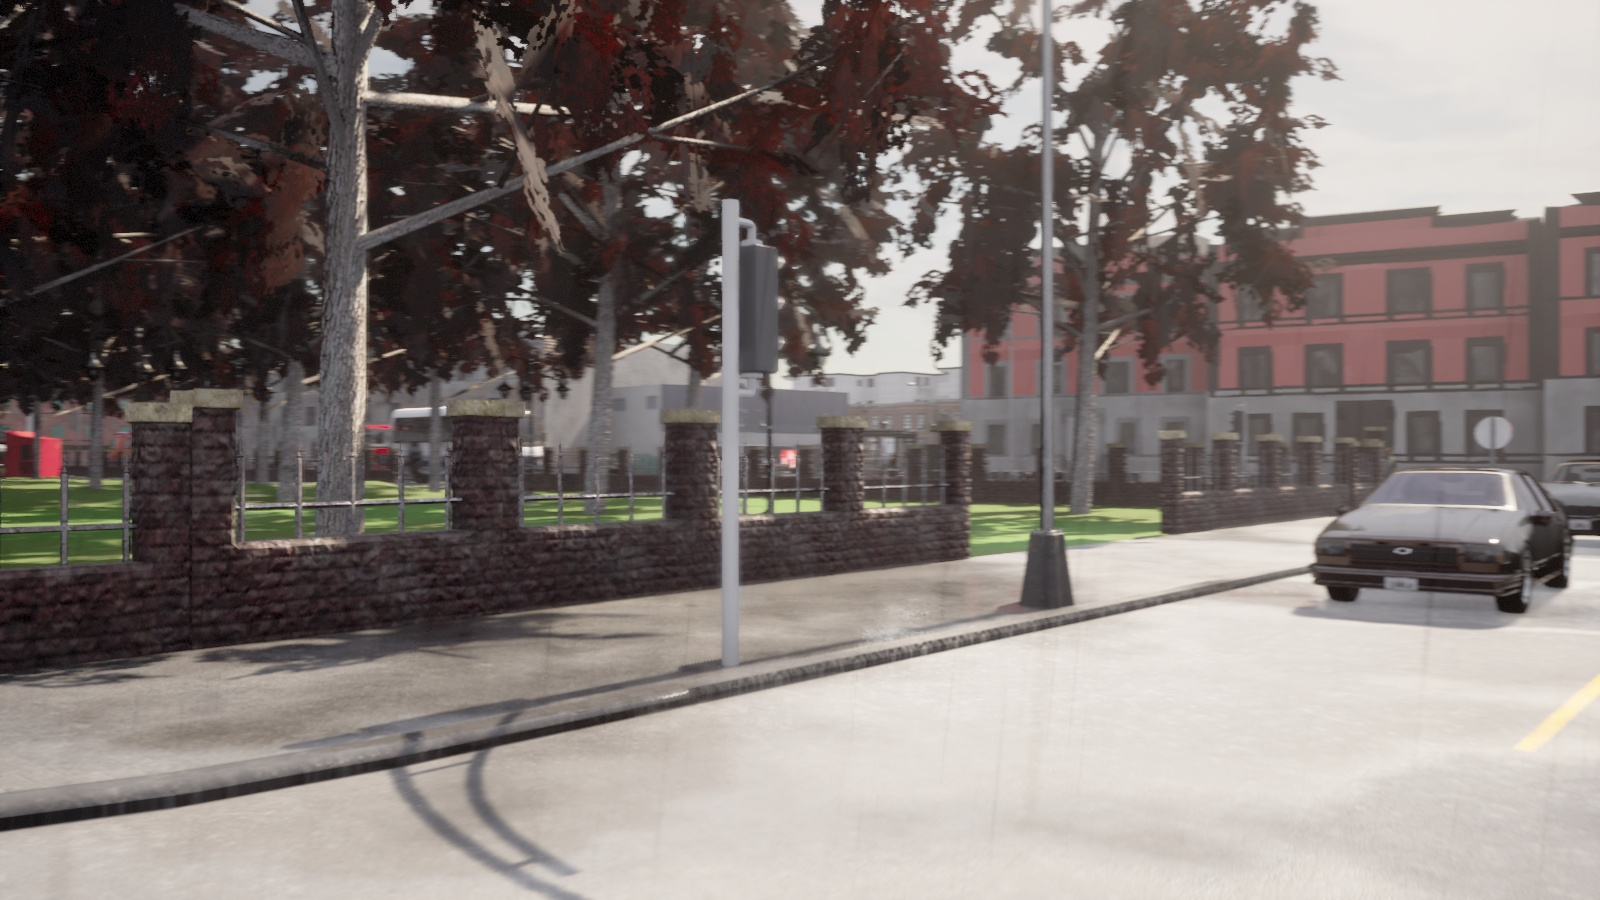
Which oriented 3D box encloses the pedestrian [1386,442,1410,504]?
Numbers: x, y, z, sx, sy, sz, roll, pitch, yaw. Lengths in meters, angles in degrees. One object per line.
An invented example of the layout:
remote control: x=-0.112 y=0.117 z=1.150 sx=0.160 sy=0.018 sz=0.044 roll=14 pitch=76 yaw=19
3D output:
pedestrian: x=18.021 y=0.685 z=37.862 sx=0.540 sy=1.848 sz=0.694 roll=0 pitch=0 yaw=17

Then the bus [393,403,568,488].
bus: x=-17.410 y=-0.181 z=67.953 sx=10.273 sy=4.253 sz=3.944 roll=0 pitch=0 yaw=40

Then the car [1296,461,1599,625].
car: x=7.333 y=0.845 z=13.795 sx=2.033 sy=1.411 sz=5.357 roll=0 pitch=0 yaw=38

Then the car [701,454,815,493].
car: x=-1.862 y=0.994 z=54.743 sx=4.856 sy=1.649 sz=2.033 roll=0 pitch=0 yaw=40

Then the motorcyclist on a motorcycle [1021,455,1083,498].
motorcyclist on a motorcycle: x=9.109 y=0.953 z=45.429 sx=2.044 sy=1.523 sz=0.797 roll=0 pitch=0 yaw=41

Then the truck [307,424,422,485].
truck: x=-26.207 y=0.287 z=75.411 sx=7.936 sy=3.462 sz=2.891 roll=0 pitch=0 yaw=40

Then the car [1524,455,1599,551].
car: x=13.638 y=0.831 z=21.241 sx=1.816 sy=1.474 sz=4.193 roll=0 pitch=0 yaw=38
